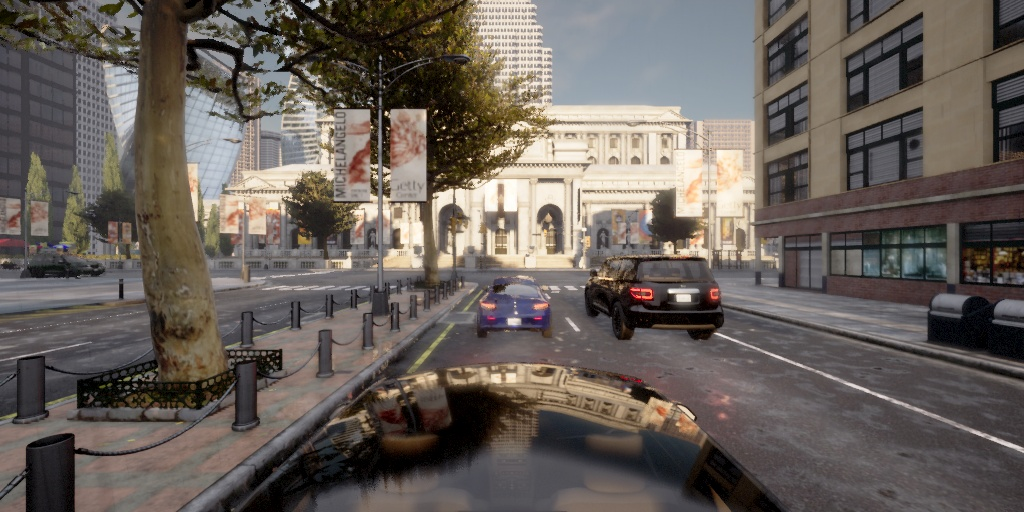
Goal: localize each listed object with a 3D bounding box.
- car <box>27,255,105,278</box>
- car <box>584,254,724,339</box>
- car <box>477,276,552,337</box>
[{"bbox_3d":[-42.504,0.968,34.237,5.566,2.045,2.150,0,0,0],"label":"car"},{"bbox_3d":[3.582,0.971,10.160,2.150,2.045,5.566,0,0,0],"label":"car"},{"bbox_3d":[0.076,1.276,10.150,1.812,1.442,4.674,0,0,0],"label":"car"}]
